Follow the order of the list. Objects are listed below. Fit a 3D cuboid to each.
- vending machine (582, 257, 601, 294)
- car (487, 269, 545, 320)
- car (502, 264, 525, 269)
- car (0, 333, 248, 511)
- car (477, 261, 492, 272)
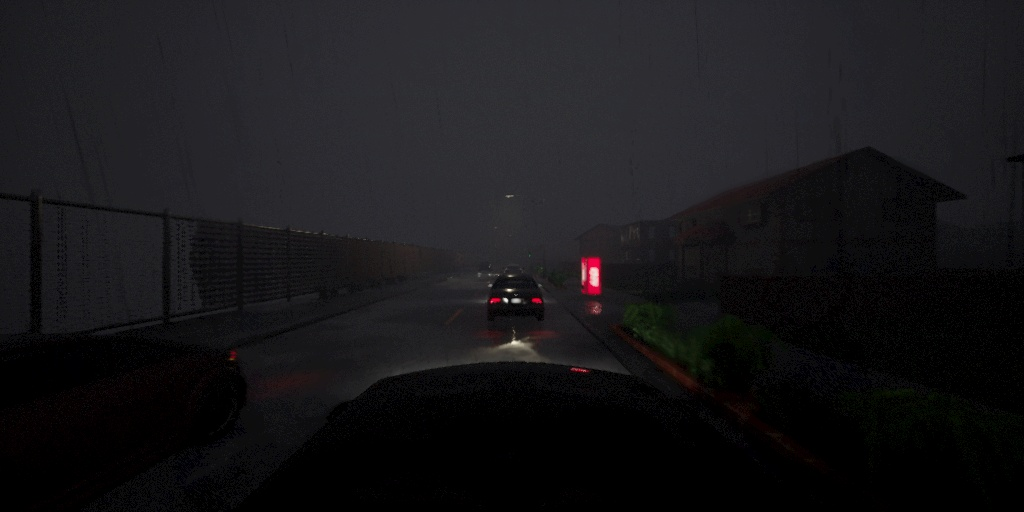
[{"bbox_3d":[4.325,1.039,19.479,1.100,2.100,0.880,0,0,0],"label":"vending machine"},{"bbox_3d":[0.108,1.354,12.840,2.033,1.411,5.357,0,0,0],"label":"car"},{"bbox_3d":[0.130,1.426,31.149,1.812,1.442,4.674,0,0,0],"label":"car"},{"bbox_3d":[-4.102,1.315,2.486,1.994,1.385,4.181,0,0,0],"label":"car"},{"bbox_3d":[-3.949,1.516,53.046,1.837,1.490,4.892,0,-1,1],"label":"car"}]
